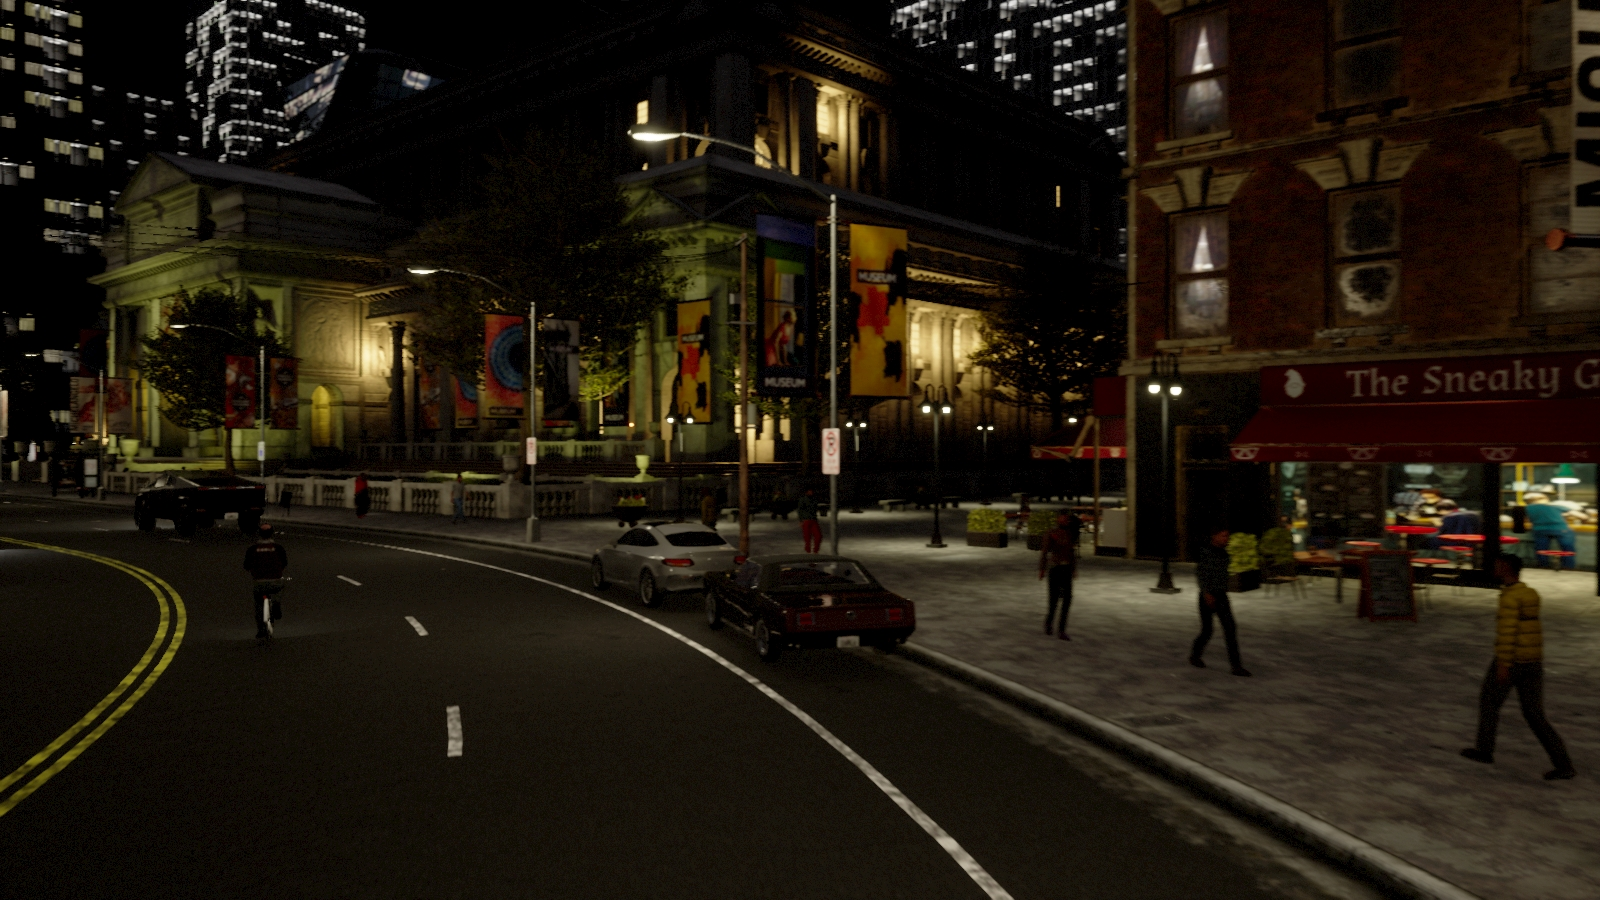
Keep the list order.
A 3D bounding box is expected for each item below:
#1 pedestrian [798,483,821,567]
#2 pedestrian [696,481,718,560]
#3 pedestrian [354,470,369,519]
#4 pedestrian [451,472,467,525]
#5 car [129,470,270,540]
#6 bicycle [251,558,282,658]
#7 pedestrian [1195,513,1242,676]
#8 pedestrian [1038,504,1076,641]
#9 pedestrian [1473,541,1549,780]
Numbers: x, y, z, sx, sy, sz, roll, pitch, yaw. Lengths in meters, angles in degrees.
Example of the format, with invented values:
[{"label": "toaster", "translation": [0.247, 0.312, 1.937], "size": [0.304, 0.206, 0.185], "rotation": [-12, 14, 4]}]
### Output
[{"label": "pedestrian", "translation": [0.214, 1.695, 25.886], "size": [0.375, 1.860, 0.375], "rotation": [0, 0, -30]}, {"label": "pedestrian", "translation": [-2.262, 1.698, 27.653], "size": [0.375, 1.860, 0.375], "rotation": [0, 0, -45]}, {"label": "pedestrian", "translation": [-16.861, 1.708, 43.960], "size": [0.375, 1.860, 0.375], "rotation": [0, 0, 28]}, {"label": "pedestrian", "translation": [-12.089, 1.705, 40.489], "size": [0.375, 1.860, 0.375], "rotation": [0, 0, 40]}, {"label": "car", "translation": [-20.507, 1.768, 38.886], "size": [6.274, 2.098, 2.390], "rotation": [0, 0, 44]}, {"label": "bicycle", "translation": [-7.598, 2.215, 16.308], "size": [0.329, 1.171, 1.835], "rotation": [-1, 1, -23]}, {"label": "pedestrian", "translation": [4.955, 1.694, 13.532], "size": [0.375, 1.860, 0.375], "rotation": [0, 0, -19]}, {"label": "pedestrian", "translation": [3.587, 1.696, 15.965], "size": [0.375, 1.860, 0.375], "rotation": [0, 0, -17]}, {"label": "pedestrian", "translation": [5.805, 1.692, 9.331], "size": [0.375, 1.860, 0.375], "rotation": [0, 0, -22]}]
